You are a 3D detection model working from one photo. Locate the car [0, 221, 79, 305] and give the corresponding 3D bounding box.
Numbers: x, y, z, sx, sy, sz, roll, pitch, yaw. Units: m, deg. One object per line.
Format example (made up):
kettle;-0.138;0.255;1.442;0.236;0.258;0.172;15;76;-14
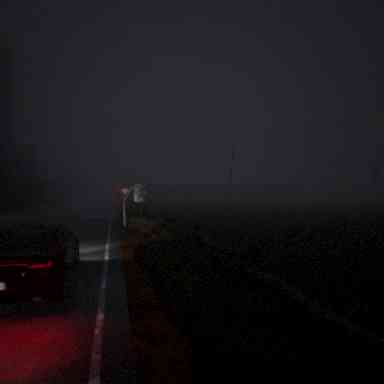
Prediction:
car;-3.887;1.447;8.061;1.882;1.535;5.008;0;0;-14
